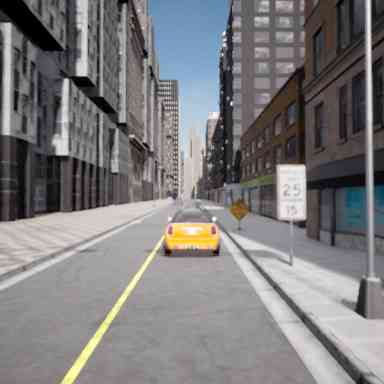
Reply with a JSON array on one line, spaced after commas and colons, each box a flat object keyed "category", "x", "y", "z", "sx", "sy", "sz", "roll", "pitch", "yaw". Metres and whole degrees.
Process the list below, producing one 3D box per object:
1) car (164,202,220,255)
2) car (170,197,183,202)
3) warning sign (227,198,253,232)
[{"category": "car", "x": 0.004, "y": 1.479, "z": 14.088, "sx": 2.097, "sy": 1.767, "sz": 4.553, "roll": 0, "pitch": -1, "yaw": 0}, {"category": "car", "x": -2.995, "y": 1.978, "z": 71.839, "sx": 2.097, "sy": 1.767, "sz": 4.553, "roll": 0, "pitch": -1, "yaw": 0}, {"category": "warning sign", "x": 2.709, "y": 1.288, "z": 18.955, "sx": 1.300, "sy": 1.860, "sz": 1.060, "roll": -1, "pitch": -1, "yaw": 0}]
